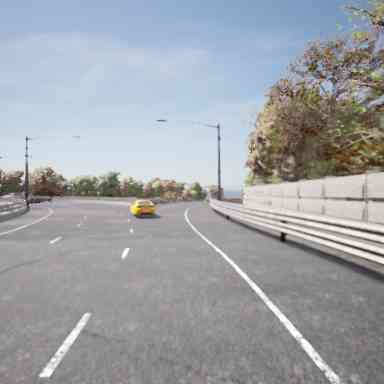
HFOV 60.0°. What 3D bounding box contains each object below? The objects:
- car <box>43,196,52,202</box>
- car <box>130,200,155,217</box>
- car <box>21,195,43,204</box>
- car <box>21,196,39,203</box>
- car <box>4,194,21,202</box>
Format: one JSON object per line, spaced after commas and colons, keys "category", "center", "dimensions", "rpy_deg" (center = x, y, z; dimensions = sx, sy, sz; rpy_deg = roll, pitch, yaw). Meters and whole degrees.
{"category": "car", "center": [-37.151, 1.741, 83.685], "dimensions": [5.357, 1.411, 2.033], "rpy_deg": [0, 0, 40]}
{"category": "car", "center": [-4.750, 1.522, 31.723], "dimensions": [1.882, 1.535, 5.008], "rpy_deg": [0, 0, -16]}
{"category": "car", "center": [-34.017, 1.545, 70.588], "dimensions": [2.097, 1.767, 4.553], "rpy_deg": [0, 0, -41]}
{"category": "car", "center": [-39.373, 1.744, 80.988], "dimensions": [4.902, 1.511, 2.128], "rpy_deg": [0, 0, 40]}
{"category": "car", "center": [-41.580, 1.747, 78.255], "dimensions": [4.902, 1.511, 2.128], "rpy_deg": [0, 0, 40]}
